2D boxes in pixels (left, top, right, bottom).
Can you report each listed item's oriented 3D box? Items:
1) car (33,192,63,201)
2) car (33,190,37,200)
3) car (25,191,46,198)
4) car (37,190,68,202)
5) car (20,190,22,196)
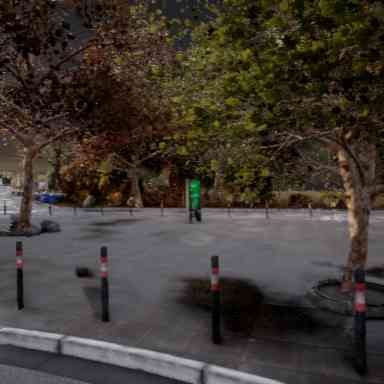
[{"bbox_3d":[-26.971,0.893,62.526,4.892,1.521,2.231,-1,1,-31],"label":"car"},{"bbox_3d":[-25.618,0.659,60.188,5.566,2.045,2.435,-1,1,-31],"label":"car"},{"bbox_3d":[-38.615,0.600,82.026,4.553,1.767,2.185,-1,1,-31],"label":"car"},{"bbox_3d":[-22.680,0.812,55.211,4.553,1.767,2.185,-1,2,-31],"label":"car"},{"bbox_3d":[-40.085,0.705,84.438,5.008,1.535,2.097,-1,1,-31],"label":"car"}]
